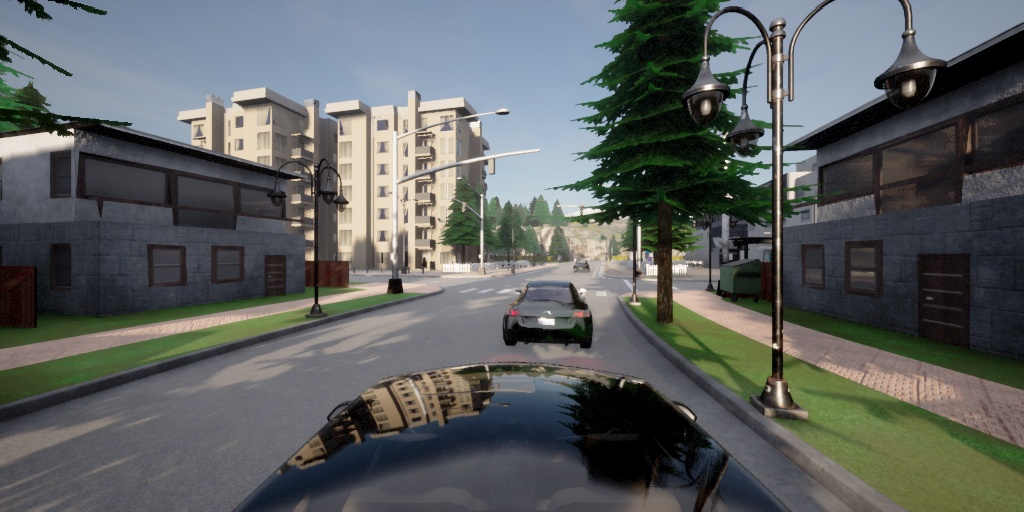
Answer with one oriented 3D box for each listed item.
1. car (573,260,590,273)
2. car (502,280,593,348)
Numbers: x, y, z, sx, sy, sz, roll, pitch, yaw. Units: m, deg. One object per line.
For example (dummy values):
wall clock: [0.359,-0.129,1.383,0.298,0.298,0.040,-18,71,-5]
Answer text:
car: [8.733,1.276,44.861,2.128,1.511,4.902,0,0,14]
car: [0.994,1.314,9.313,1.994,1.385,4.181,0,0,8]
